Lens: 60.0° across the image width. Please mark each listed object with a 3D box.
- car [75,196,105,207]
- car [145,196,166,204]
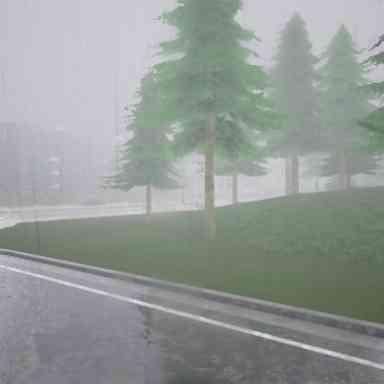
[{"bbox_3d":[-16.288,1.434,53.141,2.097,1.767,4.553,0,0,35],"label":"car"},{"bbox_3d":[-7.231,1.560,65.967,1.882,1.535,5.008,0,0,36],"label":"car"}]
